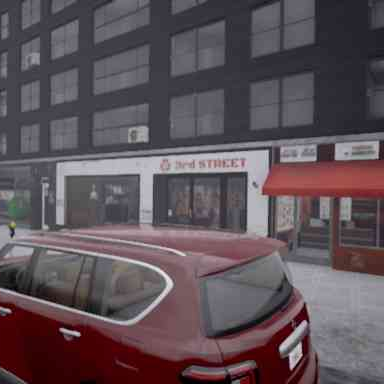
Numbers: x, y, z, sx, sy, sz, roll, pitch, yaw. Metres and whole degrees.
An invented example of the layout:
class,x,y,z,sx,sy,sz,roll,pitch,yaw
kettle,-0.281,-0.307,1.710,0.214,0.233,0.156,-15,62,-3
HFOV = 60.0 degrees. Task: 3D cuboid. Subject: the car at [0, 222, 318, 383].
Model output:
class,x,y,z,sx,sy,sz,roll,pitch,yaw
car,-1.164,1.300,3.896,5.009,1.841,2.192,0,1,35
